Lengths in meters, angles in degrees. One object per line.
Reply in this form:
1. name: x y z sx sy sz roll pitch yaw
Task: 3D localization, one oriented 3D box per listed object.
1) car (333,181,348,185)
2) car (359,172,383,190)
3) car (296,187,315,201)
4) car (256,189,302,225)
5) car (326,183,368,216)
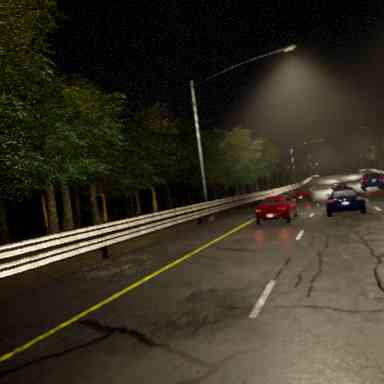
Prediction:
1. car: 18.531 -0.614 41.787 2.128 1.511 4.902 -7 0 23
2. car: 21.424 -1.249 39.788 2.150 2.045 5.566 -7 0 23
3. car: 11.184 0.236 33.628 1.812 1.442 4.674 -7 0 24
4. car: 4.859 0.912 18.961 1.812 1.442 4.674 -7 0 24
5. car: 8.793 0.467 19.204 1.994 1.385 4.181 -7 0 23
